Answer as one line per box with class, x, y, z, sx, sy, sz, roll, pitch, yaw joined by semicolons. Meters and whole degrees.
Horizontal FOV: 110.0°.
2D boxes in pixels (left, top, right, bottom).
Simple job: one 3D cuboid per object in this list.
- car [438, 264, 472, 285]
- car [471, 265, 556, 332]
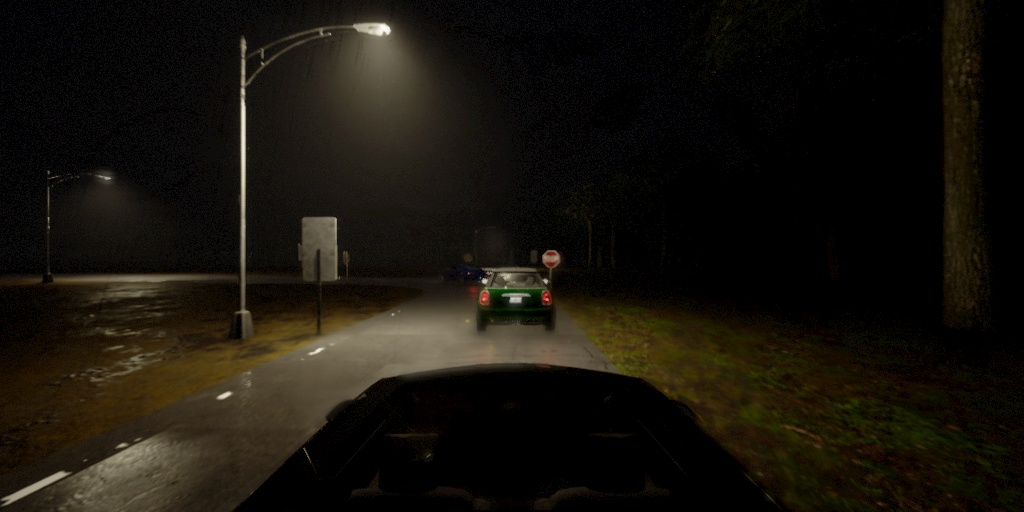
car;-3.761;1.343;26.928;1.812;1.442;4.674;1;0;-41
car;0.103;1.129;11.144;2.097;1.767;4.553;0;0;0
